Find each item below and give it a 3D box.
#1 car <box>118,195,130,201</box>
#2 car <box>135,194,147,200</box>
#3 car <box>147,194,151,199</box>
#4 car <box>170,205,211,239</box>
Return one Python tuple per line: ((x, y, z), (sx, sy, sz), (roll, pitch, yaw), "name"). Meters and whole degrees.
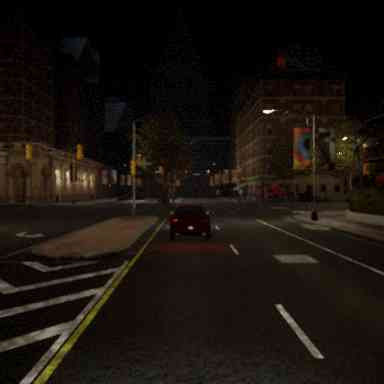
((-15.689, 1.297, 76.958), (1.895, 1.301, 4.718), (0, 0, -1), "car")
((-12.461, 1.285, 78.689), (1.895, 1.301, 4.718), (0, 0, -1), "car")
((-12.654, 1.164, 94.291), (2.033, 1.411, 5.357), (0, 0, -1), "car")
((-0.114, 1.407, 16.897), (1.882, 1.535, 5.008), (0, 0, -1), "car")
